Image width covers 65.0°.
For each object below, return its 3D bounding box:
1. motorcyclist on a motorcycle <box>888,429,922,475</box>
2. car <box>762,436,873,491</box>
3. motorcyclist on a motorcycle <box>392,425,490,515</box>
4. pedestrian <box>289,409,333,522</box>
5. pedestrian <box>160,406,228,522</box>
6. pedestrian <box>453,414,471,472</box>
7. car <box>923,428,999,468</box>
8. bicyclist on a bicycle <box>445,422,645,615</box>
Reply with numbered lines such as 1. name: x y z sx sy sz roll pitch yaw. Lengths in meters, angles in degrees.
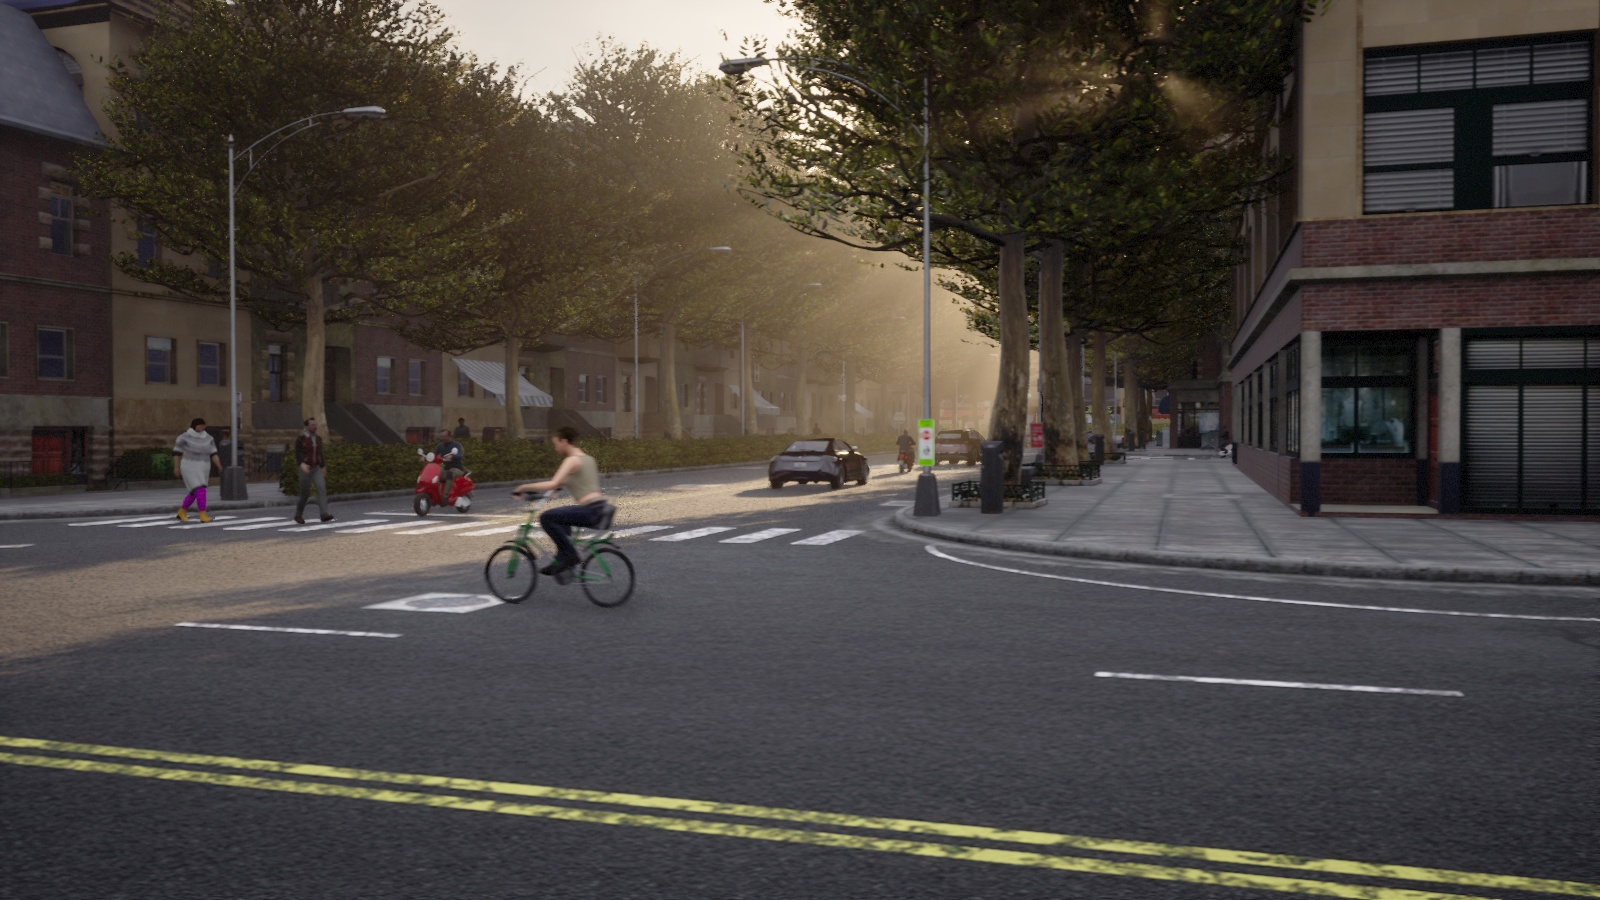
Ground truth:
1. motorcyclist on a motorcycle: 3.787 0.057 45.123 0.866 1.590 1.817 1 1 17
2. car: 0.552 0.324 34.595 1.994 1.385 4.181 1 1 17
3. motorcyclist on a motorcycle: -6.624 0.360 23.273 0.866 1.590 1.817 1 0 18
4. pedestrian: -8.135 0.246 20.898 0.720 1.854 0.376 1 1 40
5. pedestrian: -10.374 0.224 21.507 0.873 1.952 0.659 1 1 29
6. pedestrian: -10.878 -0.239 40.420 0.353 1.847 0.614 0 1 11
7. car: 7.108 -0.109 54.914 2.033 1.649 4.856 0 1 23
8. bicyclist on a bicycle: -2.258 0.567 11.166 1.509 1.612 0.866 1 1 18
